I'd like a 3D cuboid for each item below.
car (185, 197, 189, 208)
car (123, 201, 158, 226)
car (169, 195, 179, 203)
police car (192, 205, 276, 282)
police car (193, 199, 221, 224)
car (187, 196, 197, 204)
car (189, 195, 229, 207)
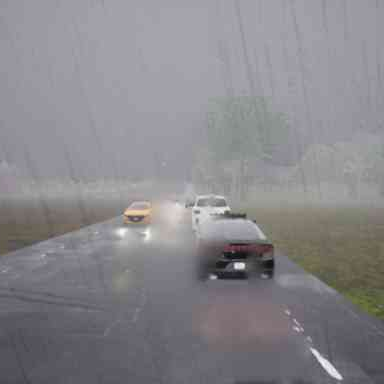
[{"bbox_3d":[0.023,1.491,45.996,2.033,1.411,5.357,0,0,0],"label":"car"},{"bbox_3d":[-3.599,1.465,23.824,1.882,1.535,5.008,0,0,0],"label":"car"},{"bbox_3d":[-3.515,1.355,65.761,1.882,1.535,5.008,0,0,0],"label":"car"},{"bbox_3d":[1.050,1.422,9.923,1.930,1.638,5.238,0,0,0],"label":"police car"},{"bbox_3d":[1.050,1.410,25.925,1.930,1.638,5.238,0,0,0],"label":"police car"},{"bbox_3d":[0.000,1.491,62.544,1.895,1.301,4.718,0,0,0],"label":"car"},{"bbox_3d":[1.050,1.215,19.843,2.150,2.045,5.566,0,0,0],"label":"car"}]
